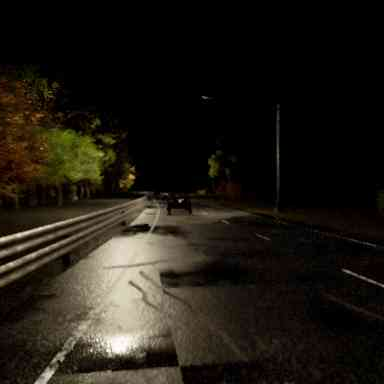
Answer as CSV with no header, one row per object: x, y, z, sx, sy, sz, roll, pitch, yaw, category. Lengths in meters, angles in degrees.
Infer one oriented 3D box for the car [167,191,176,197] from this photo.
-5.600,0.493,89.587,1.994,1.385,4.181,0,1,-8,car

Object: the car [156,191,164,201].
-5.060,0.846,61.881,2.033,1.411,5.357,0,1,-8,car

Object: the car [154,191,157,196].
-9.714,0.458,93.624,1.994,1.385,4.181,0,1,-8,car

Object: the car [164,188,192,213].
-1.273,0.880,31.499,2.150,2.045,5.566,0,1,-5,car
